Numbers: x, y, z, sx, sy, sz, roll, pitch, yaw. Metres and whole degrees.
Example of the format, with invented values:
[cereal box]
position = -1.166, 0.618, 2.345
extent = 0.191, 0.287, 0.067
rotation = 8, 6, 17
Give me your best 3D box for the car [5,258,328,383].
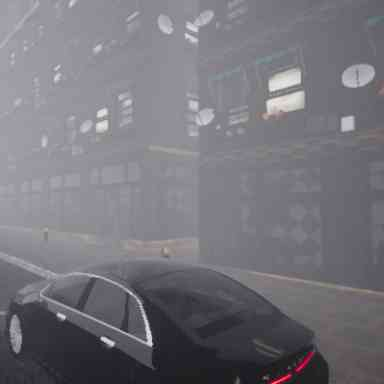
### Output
[car]
position = -0.830, 1.636, 4.316
extent = 1.837, 1.490, 4.892
rotation = 3, -2, -45
